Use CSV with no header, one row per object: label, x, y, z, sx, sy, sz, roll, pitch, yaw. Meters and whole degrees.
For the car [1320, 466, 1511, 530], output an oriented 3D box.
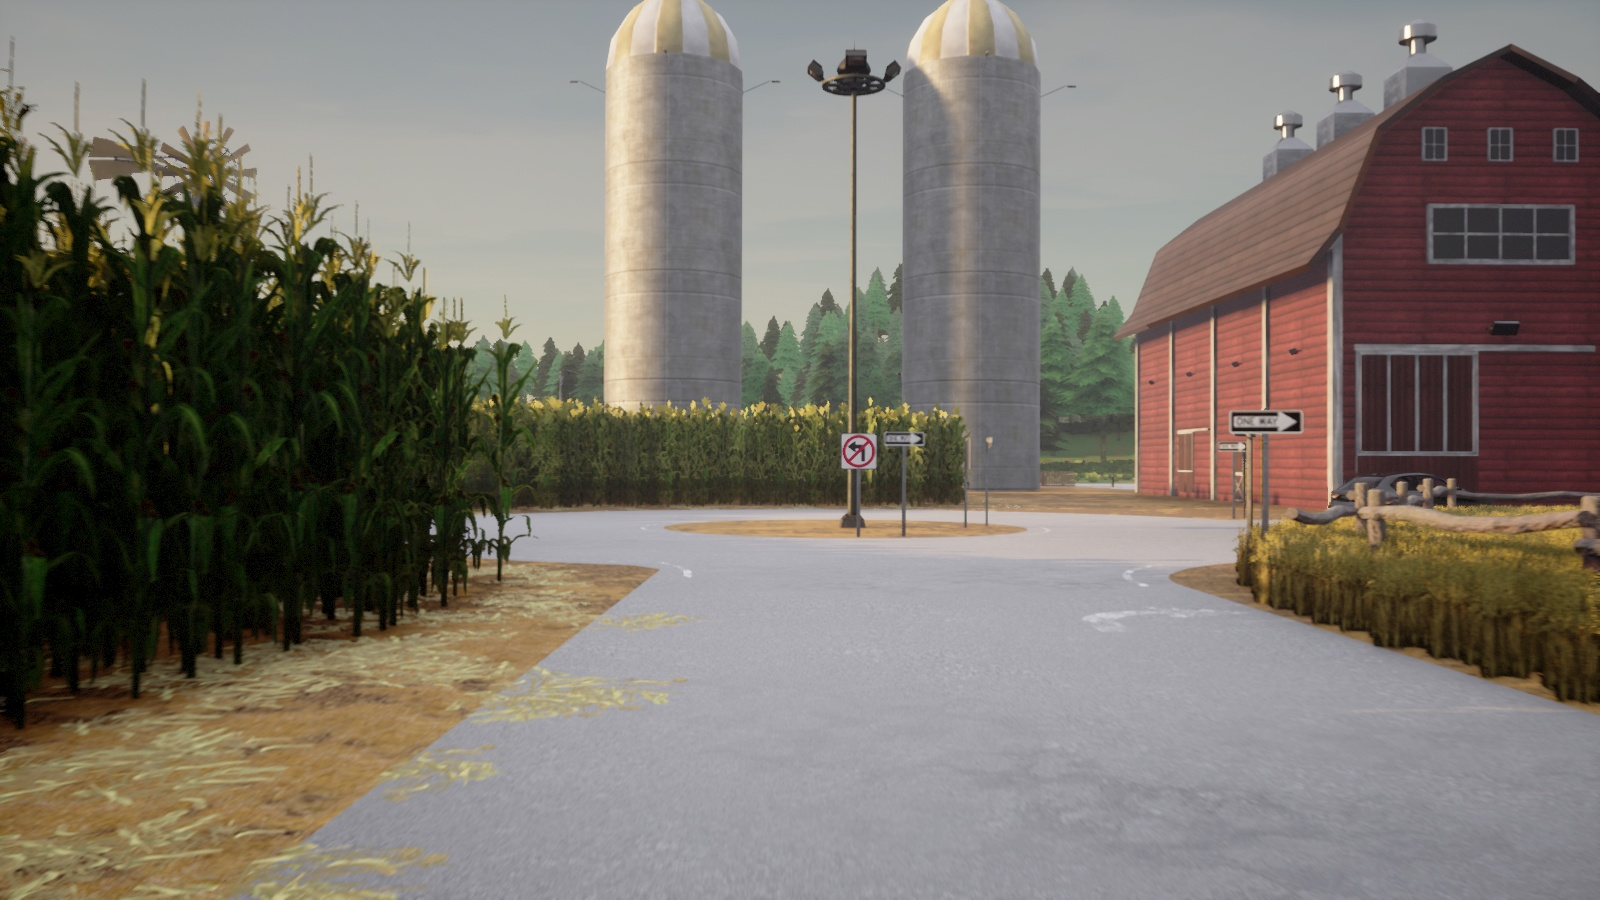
car,15.162,1.150,30.943,4.193,1.474,1.816,0,-1,-20
